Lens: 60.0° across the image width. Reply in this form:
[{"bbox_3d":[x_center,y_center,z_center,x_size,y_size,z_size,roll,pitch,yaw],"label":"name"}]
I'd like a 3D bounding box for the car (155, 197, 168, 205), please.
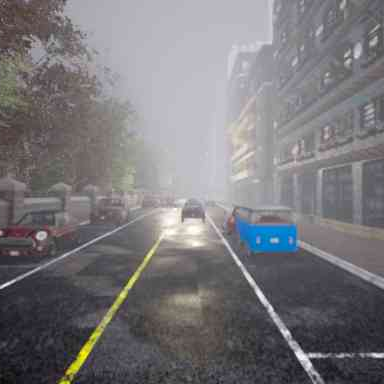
[{"bbox_3d":[-5.722,1.599,62.517,1.947,1.339,4.313,0,0,0],"label":"car"}]

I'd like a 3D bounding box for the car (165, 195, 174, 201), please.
[{"bbox_3d":[-5.734,1.496,84.672,1.967,1.590,4.097,0,0,0],"label":"car"}]

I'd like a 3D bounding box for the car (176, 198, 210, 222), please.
[{"bbox_3d":[0.086,1.501,26.469,2.128,1.511,4.902,0,0,0],"label":"car"}]

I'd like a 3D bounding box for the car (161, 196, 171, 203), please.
[{"bbox_3d":[-5.727,1.625,73.594,1.802,1.307,4.206,0,0,0],"label":"car"}]

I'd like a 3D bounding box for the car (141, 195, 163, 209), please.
[{"bbox_3d":[-5.711,1.335,45.901,2.192,1.841,5.009,0,0,0],"label":"car"}]

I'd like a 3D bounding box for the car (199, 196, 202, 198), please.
[{"bbox_3d":[0.079,1.545,46.461,1.812,1.442,4.674,0,0,0],"label":"car"}]

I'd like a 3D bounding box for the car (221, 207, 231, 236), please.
[{"bbox_3d":[2.684,1.445,18.215,1.967,1.590,4.097,0,0,0],"label":"car"}]

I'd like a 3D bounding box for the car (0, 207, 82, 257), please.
[{"bbox_3d":[-5.693,1.444,12.669,1.967,1.590,4.097,0,0,0],"label":"car"}]

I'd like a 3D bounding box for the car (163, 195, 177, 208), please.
[{"bbox_3d":[-3.094,1.372,47.920,2.097,1.767,4.553,0,0,0],"label":"car"}]

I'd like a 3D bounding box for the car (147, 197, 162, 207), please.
[{"bbox_3d":[-5.715,1.549,51.269,1.752,1.417,4.829,0,0,0],"label":"car"}]

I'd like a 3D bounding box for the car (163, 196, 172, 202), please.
[{"bbox_3d":[-5.730,1.575,78.963,1.752,1.417,4.829,0,0,0],"label":"car"}]

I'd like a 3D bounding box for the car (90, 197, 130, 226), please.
[{"bbox_3d":[-5.699,1.323,23.746,2.192,1.841,5.009,0,0,0],"label":"car"}]

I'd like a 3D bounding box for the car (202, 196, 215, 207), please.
[{"bbox_3d":[2.665,1.573,51.446,2.008,1.369,4.403,0,0,0],"label":"car"}]

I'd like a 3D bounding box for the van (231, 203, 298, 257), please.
[{"bbox_3d":[2.688,1.344,12.676,1.690,1.788,3.998,0,0,0],"label":"van"}]

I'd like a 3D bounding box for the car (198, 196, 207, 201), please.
[{"bbox_3d":[2.646,1.605,84.679,2.008,1.369,4.403,0,0,0],"label":"car"}]

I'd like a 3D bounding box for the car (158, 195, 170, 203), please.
[{"bbox_3d":[-5.724,1.478,68.055,1.967,1.590,4.097,0,0,0],"label":"car"}]
